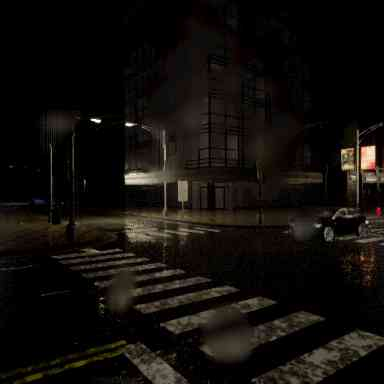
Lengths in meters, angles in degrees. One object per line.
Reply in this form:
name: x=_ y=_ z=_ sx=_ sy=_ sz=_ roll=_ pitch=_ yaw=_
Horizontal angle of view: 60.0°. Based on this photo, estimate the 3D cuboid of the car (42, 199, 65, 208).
car: x=-20.579 y=1.701 z=49.723 sx=1.895 sy=1.301 sz=4.718 roll=0 pitch=0 yaw=-35

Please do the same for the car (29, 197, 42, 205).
car: x=-28.697 y=1.691 z=61.444 sx=2.033 sy=1.411 sz=5.357 roll=0 pitch=0 yaw=-36

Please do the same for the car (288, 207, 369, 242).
car: x=6.817 y=1.494 z=16.454 sx=4.902 sy=1.511 sz=2.128 roll=0 pitch=0 yaw=-35
